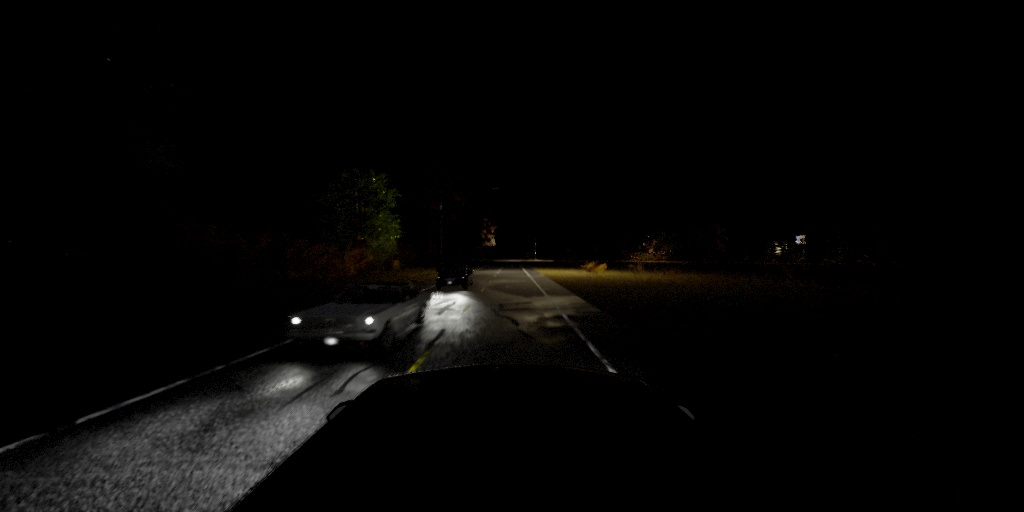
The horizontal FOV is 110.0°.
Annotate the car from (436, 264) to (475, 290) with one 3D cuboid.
[{"bbox_3d":[-3.505,1.256,22.794,2.128,1.511,4.902,0,0,0],"label":"car"}]

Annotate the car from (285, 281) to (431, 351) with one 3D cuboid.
[{"bbox_3d":[-3.508,1.356,9.187,1.895,1.301,4.718,0,0,0],"label":"car"}]
